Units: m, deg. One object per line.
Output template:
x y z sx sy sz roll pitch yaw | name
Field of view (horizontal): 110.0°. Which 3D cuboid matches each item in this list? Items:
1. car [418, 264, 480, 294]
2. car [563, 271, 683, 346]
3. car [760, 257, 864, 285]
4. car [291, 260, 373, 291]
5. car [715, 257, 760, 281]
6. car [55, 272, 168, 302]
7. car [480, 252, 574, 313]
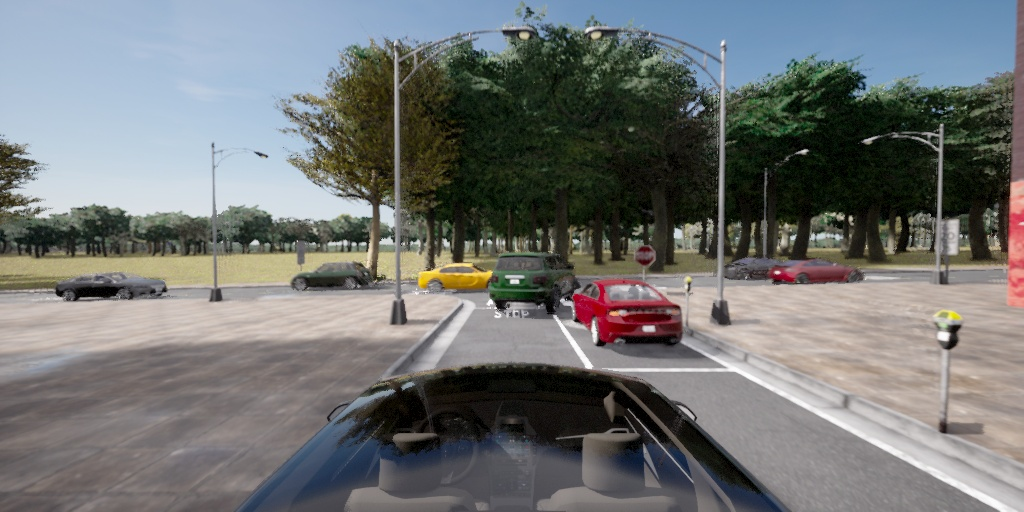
-2.557 1.156 19.548 5.008 1.535 1.882 -1 1 0 | car
2.639 1.246 9.110 1.888 1.381 4.507 0 0 0 | car
16.397 0.810 19.482 4.181 1.385 1.994 -1 1 -1 | car
-11.281 1.178 22.496 4.553 1.767 2.097 -1 1 0 | car
15.137 0.770 22.489 4.181 1.385 1.994 -1 1 0 | car
-21.715 1.641 19.556 4.902 1.511 2.128 -1 1 0 | car
1.037 0.888 13.912 2.150 2.045 5.566 -1 0 21 | car
